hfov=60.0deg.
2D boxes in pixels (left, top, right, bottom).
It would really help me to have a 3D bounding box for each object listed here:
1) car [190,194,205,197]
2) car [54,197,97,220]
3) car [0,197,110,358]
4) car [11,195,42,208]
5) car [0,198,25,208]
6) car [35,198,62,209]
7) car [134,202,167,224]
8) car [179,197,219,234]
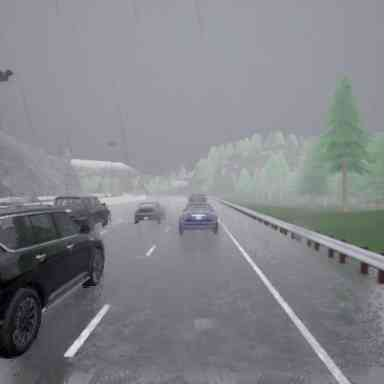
[{"bbox_3d":[0.686,1.222,39.384,2.150,2.045,5.566,0,0,1],"label":"car"},{"bbox_3d":[-9.976,1.369,28.916,2.097,1.767,4.553,0,0,1],"label":"car"},{"bbox_3d":[-3.328,1.227,6.155,2.150,2.045,5.566,0,0,1],"label":"car"},{"bbox_3d":[-23.853,1.393,48.125,2.097,1.767,4.553,0,0,1],"label":"car"},{"bbox_3d":[-27.306,1.609,50.341,1.994,1.385,4.181,0,0,1],"label":"car"},{"bbox_3d":[-20.364,1.599,47.475,1.994,1.385,4.181,0,0,1],"label":"car"},{"bbox_3d":[-3.038,1.511,24.703,1.837,1.490,4.892,0,0,1],"label":"car"},{"bbox_3d":[0.377,1.352,19.239,2.097,1.767,4.553,0,0,1],"label":"car"}]
